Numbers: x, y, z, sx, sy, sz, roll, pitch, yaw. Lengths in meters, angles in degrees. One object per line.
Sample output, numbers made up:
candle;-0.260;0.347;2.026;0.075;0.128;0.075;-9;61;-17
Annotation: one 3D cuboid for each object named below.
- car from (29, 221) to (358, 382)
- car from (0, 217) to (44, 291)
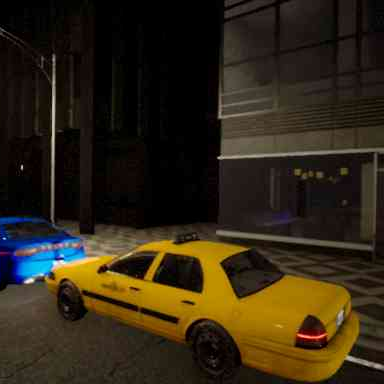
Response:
car;-0.330;1.436;5.427;5.366;1.575;1.801;1;0;36
car;-4.929;1.413;8.853;5.008;1.535;1.882;1;0;37
